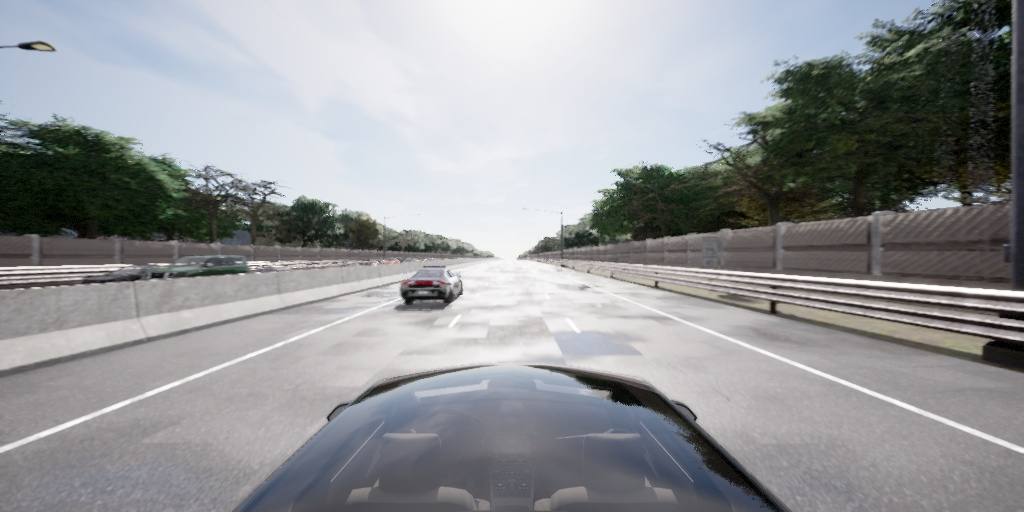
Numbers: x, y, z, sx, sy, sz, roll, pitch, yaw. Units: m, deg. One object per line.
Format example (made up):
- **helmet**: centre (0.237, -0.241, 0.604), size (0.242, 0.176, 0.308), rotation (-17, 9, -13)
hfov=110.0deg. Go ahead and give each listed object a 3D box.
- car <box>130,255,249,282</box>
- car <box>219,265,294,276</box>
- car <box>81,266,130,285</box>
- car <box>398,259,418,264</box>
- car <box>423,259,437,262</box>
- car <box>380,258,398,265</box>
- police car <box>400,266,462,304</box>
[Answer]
- **car**: centre (-17.596, 0.962, 20.446), size (2.150, 2.045, 5.566), rotation (0, 0, 0)
- **car**: centre (-14.096, 1.344, 20.902), size (1.895, 1.301, 4.718), rotation (0, 0, 0)
- **car**: centre (-21.094, 1.216, 20.438), size (1.882, 1.535, 5.008), rotation (0, 0, 0)
- **car**: centre (-17.535, 1.242, 61.910), size (1.837, 1.490, 4.892), rotation (0, 0, 0)
- **car**: centre (-14.035, 1.244, 61.911), size (1.837, 1.490, 4.892), rotation (0, 0, 0)
- **car**: centre (-21.031, 1.105, 61.949), size (2.097, 1.767, 4.553), rotation (0, 0, 0)
- **police car**: centre (-3.503, 1.264, 16.548), size (2.038, 1.542, 4.974), rotation (0, 0, 0)
